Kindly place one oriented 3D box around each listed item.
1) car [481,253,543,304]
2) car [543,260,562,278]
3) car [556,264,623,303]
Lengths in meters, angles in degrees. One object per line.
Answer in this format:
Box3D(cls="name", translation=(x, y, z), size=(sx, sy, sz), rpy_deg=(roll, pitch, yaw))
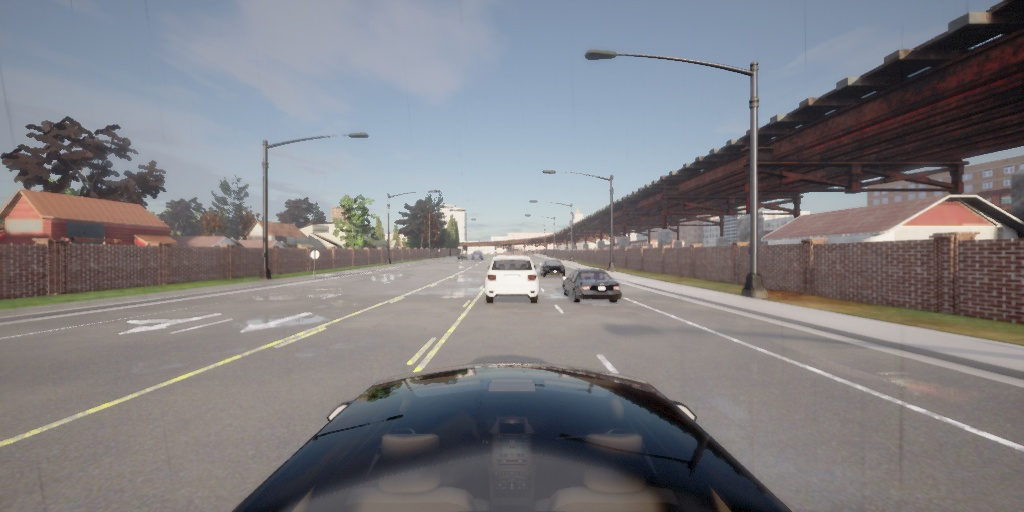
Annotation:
Box3D(cls="car", translation=(0.000, 0.991, 16.526), size=(2.150, 2.045, 5.566), rpy_deg=(0, 0, 0))
Box3D(cls="car", translation=(3.500, 1.073, 31.489), size=(1.882, 1.535, 5.008), rpy_deg=(0, 1, 0))
Box3D(cls="car", translation=(3.500, 1.297, 16.497), size=(2.033, 1.411, 5.357), rpy_deg=(0, 0, 0))
